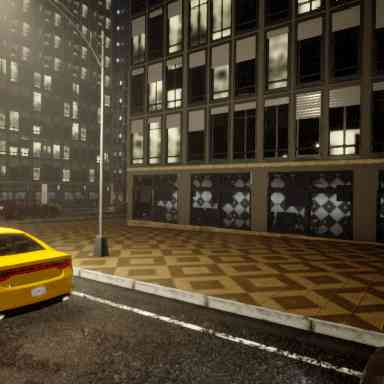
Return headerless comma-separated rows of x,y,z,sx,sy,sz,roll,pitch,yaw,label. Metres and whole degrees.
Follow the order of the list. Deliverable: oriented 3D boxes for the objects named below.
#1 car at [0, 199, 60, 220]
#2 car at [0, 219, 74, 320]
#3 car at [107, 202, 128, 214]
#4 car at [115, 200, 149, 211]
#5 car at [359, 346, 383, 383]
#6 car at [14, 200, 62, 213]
-14.388,1.519,29.600,2.192,1.841,5.009,1,0,36,car
-4.540,1.474,6.890,5.008,1.535,1.882,0,0,35,car
-7.617,1.830,38.831,1.752,1.417,4.829,1,0,36,car
-8.533,1.868,47.352,1.895,1.301,4.718,1,0,36,car
3.479,1.548,1.217,5.357,1.411,2.033,0,0,35,car
-17.913,1.643,38.964,1.752,1.417,4.829,1,0,36,car
